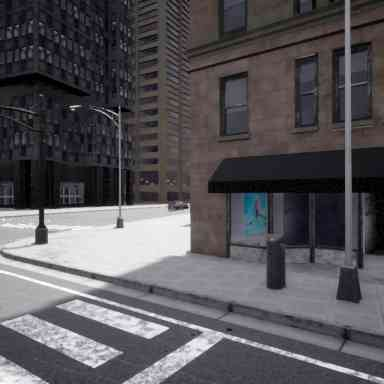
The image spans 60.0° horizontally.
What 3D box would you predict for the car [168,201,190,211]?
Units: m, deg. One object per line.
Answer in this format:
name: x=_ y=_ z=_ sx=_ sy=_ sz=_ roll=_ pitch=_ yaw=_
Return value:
car: x=-1.944 y=1.990 z=48.727 sx=1.812 sy=1.442 sz=4.674 roll=0 pitch=-1 yaw=23
